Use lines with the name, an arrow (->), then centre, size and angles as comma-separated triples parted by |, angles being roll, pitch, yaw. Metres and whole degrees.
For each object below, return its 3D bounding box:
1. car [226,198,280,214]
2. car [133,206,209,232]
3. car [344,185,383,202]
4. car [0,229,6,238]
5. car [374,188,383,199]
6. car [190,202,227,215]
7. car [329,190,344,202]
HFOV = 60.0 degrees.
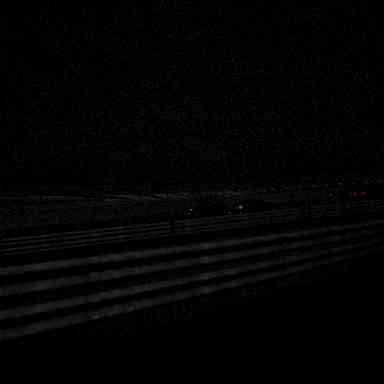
car -> 6.039, 1.329, 31.564 | 4.553, 1.767, 2.097 | -4, 2, -22
car -> -1.789, 2.204, 24.686 | 5.357, 1.411, 2.033 | -4, 2, -22
car -> 20.287, 0.180, 37.231 | 5.566, 2.045, 2.150 | -4, 2, -22
car -> -15.565, 3.066, 22.972 | 4.718, 1.301, 1.895 | -4, 2, -22
car -> 21.563, 0.492, 33.974 | 4.902, 1.511, 2.128 | -4, 2, -22
car -> 1.458, 1.705, 33.510 | 4.674, 1.442, 1.812 | -4, 2, -22
car -> 18.972, 0.423, 40.477 | 4.902, 1.511, 2.128 | -4, 2, -22
